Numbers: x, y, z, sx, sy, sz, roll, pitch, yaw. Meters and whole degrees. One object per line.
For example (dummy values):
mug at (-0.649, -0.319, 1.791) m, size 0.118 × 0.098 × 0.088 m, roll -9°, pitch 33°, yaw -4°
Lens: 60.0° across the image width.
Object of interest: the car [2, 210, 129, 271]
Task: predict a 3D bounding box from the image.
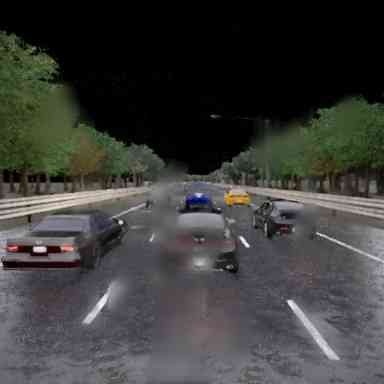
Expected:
car at (-3.277, 1.226, 9.797) m, size 2.033 × 1.411 × 5.357 m, roll 0°, pitch 2°, yaw 1°

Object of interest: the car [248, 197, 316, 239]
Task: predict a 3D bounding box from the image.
car at (3.829, 1.063, 14.408) m, size 1.837 × 1.490 × 4.892 m, roll 0°, pitch 2°, yaw 1°

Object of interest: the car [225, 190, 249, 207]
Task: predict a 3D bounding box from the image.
car at (4.137, 0.517, 31.096) m, size 1.882 × 1.535 × 5.008 m, roll 0°, pitch 2°, yaw 1°

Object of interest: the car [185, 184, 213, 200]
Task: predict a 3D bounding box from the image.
car at (0.591, 0.322, 28.695) m, size 2.150 × 2.045 × 5.566 m, roll 0°, pitch 2°, yaw 1°

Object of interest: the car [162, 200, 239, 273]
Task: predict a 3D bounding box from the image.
car at (0.222, 1.202, 9.574) m, size 1.837 × 1.490 × 4.892 m, roll 0°, pitch 2°, yaw 1°

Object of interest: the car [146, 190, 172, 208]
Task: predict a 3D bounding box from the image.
car at (-2.893, 0.552, 29.646) m, size 2.128 × 1.511 × 4.902 m, roll 0°, pitch 2°, yaw 1°
